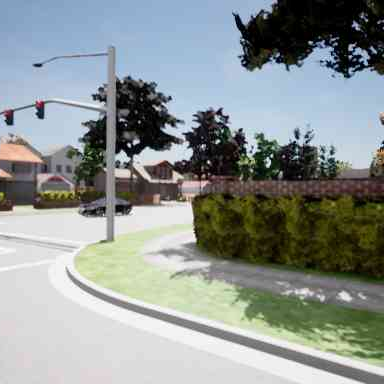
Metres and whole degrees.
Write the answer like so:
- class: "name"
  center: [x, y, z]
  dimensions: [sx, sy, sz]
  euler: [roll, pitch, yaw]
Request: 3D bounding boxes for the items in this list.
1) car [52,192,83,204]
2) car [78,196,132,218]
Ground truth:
- class: "car"
  center: [-16.389, 0.762, 43.698]
  dimensions: [3.806, 1.475, 1.970]
  euler: [1, 0, 36]
- class: "car"
  center: [-7.129, 1.262, 27.658]
  dimensions: [2.128, 1.511, 4.902]
  euler: [1, 0, 35]
